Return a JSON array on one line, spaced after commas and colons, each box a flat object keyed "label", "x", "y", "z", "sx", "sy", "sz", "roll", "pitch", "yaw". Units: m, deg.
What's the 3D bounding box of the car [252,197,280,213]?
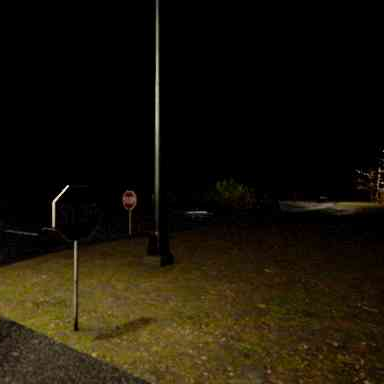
[{"label": "car", "x": 8.924, "y": 1.605, "z": 39.846, "sx": 1.882, "sy": 1.535, "sz": 5.008, "roll": 0, "pitch": 0, "yaw": 34}]

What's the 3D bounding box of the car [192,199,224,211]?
[{"label": "car", "x": 2.111, "y": 1.652, "z": 42.280, "sx": 2.033, "sy": 1.411, "sz": 5.357, "roll": 0, "pitch": 0, "yaw": 34}]

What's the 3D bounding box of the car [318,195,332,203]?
[{"label": "car", "x": 29.879, "y": 1.750, "z": 75.735, "sx": 2.033, "sy": 1.411, "sz": 5.357, "roll": 0, "pitch": 0, "yaw": 28}]

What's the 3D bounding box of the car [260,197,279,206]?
[{"label": "car", "x": 14.077, "y": 1.696, "z": 60.085, "sx": 1.812, "sy": 1.442, "sz": 4.674, "roll": 0, "pitch": 0, "yaw": 34}]
